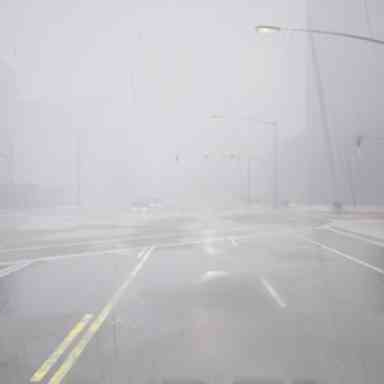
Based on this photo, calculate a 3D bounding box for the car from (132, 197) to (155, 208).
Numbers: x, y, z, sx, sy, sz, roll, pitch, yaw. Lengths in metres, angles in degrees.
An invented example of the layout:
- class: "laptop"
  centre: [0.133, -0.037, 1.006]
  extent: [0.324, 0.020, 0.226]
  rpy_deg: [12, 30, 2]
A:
- class: "car"
  centre: [-6.856, 1.390, 45.655]
  extent: [2.033, 1.411, 5.357]
  rpy_deg: [0, 0, 1]

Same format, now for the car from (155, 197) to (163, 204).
- class: "car"
  centre: [-6.694, 1.540, 63.366]
  extent: [1.895, 1.301, 4.718]
  rpy_deg: [0, 0, 0]
